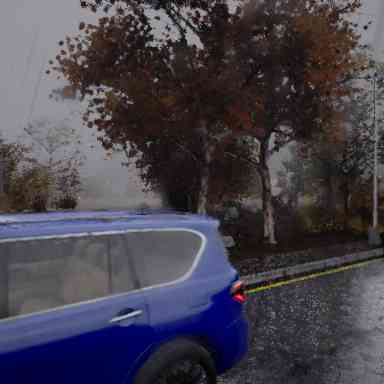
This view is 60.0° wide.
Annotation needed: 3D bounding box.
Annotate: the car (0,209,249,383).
[{"bbox_3d":[-1.959,1.223,2.882,5.566,2.045,2.150,1,0,-36],"label":"car"}]
